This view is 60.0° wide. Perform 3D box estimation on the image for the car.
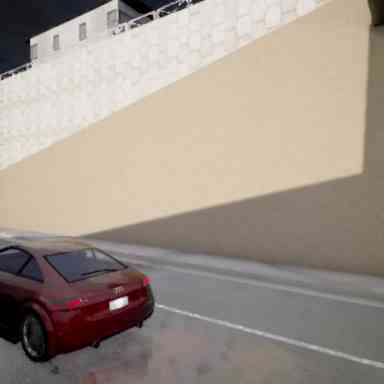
[{"bbox_3d":[-2.672,1.542,5.901,4.181,1.385,1.994,0,0,36],"label":"car"}]
